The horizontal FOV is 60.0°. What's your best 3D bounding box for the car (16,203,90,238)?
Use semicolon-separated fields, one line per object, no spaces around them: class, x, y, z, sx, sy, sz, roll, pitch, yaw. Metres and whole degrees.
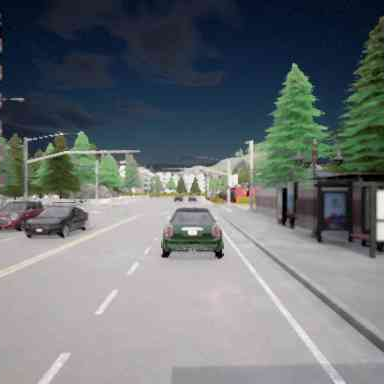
car;-7.046;1.489;17.873;1.882;1.535;5.008;0;0;0

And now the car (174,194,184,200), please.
car;-3.382;1.624;80.593;1.837;1.490;4.892;0;0;0

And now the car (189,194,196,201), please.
car;0.134;1.499;90.989;2.097;1.767;4.553;0;0;0

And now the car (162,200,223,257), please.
car;0.018;1.368;13.147;2.097;1.767;4.553;0;0;0

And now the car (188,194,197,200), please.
car;0.119;1.489;80.974;2.097;1.767;4.553;0;0;0

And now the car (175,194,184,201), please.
car;-3.366;1.490;90.995;2.097;1.767;4.553;0;0;0

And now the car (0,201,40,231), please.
car;-10.527;1.357;20.185;2.097;1.767;4.553;0;0;1
